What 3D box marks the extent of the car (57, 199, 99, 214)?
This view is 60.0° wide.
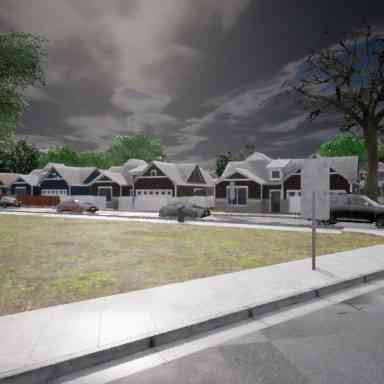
[{"bbox_3d":[-11.210,1.417,32.587,4.181,1.385,1.994,0,0,27],"label":"car"}]

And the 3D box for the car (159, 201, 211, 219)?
[{"bbox_3d":[-0.598,1.465,26.846,4.181,1.385,1.994,0,0,29],"label":"car"}]

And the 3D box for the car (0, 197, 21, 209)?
[{"bbox_3d":[-23.768,1.330,42.415,4.674,1.442,1.812,0,0,28],"label":"car"}]

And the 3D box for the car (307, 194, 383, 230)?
[{"bbox_3d":[9.922,1.172,20.324,5.566,2.045,2.150,0,0,37],"label":"car"}]
